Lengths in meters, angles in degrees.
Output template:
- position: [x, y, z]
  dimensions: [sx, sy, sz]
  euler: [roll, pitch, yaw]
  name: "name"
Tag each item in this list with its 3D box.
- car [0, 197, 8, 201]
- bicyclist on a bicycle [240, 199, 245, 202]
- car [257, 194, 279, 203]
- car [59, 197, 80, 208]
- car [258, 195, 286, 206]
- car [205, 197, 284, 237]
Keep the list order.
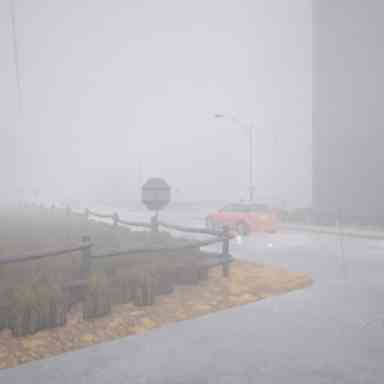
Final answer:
- position: [-34.271, 1.529, 57.896]
  dimensions: [4.674, 1.442, 1.812]
  euler: [0, -1, -13]
  name: "car"
- position: [3.778, 1.307, 24.584]
  dimensions: [1.656, 1.620, 0.582]
  euler: [0, 0, -36]
  name: "bicyclist on a bicycle"
- position: [16.676, 1.332, 73.329]
  dimensions: [1.932, 1.855, 4.605]
  euler: [0, 0, -36]
  name: "car"
- position: [-17.691, 1.483, 47.993]
  dimensions: [1.882, 1.535, 5.008]
  euler: [0, 0, -35]
  name: "car"
- position: [11.087, 1.540, 47.697]
  dimensions: [4.674, 1.442, 1.812]
  euler: [0, 0, -36]
  name: "car"
- position: [2.602, 1.358, 18.611]
  dimensions: [2.097, 1.767, 4.553]
  euler: [0, 0, -29]
  name: "car"
